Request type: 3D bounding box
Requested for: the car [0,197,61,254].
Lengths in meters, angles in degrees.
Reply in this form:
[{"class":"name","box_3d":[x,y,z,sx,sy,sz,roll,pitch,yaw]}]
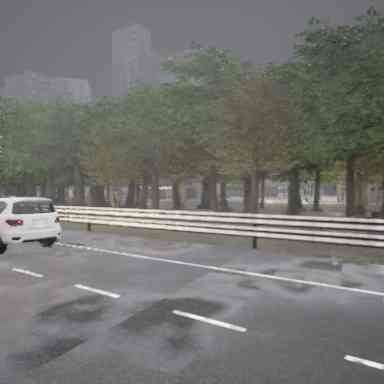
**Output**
[{"class":"car","box_3d":[-7.694,1.228,13.665,5.566,2.045,2.150,0,0,36]}]
